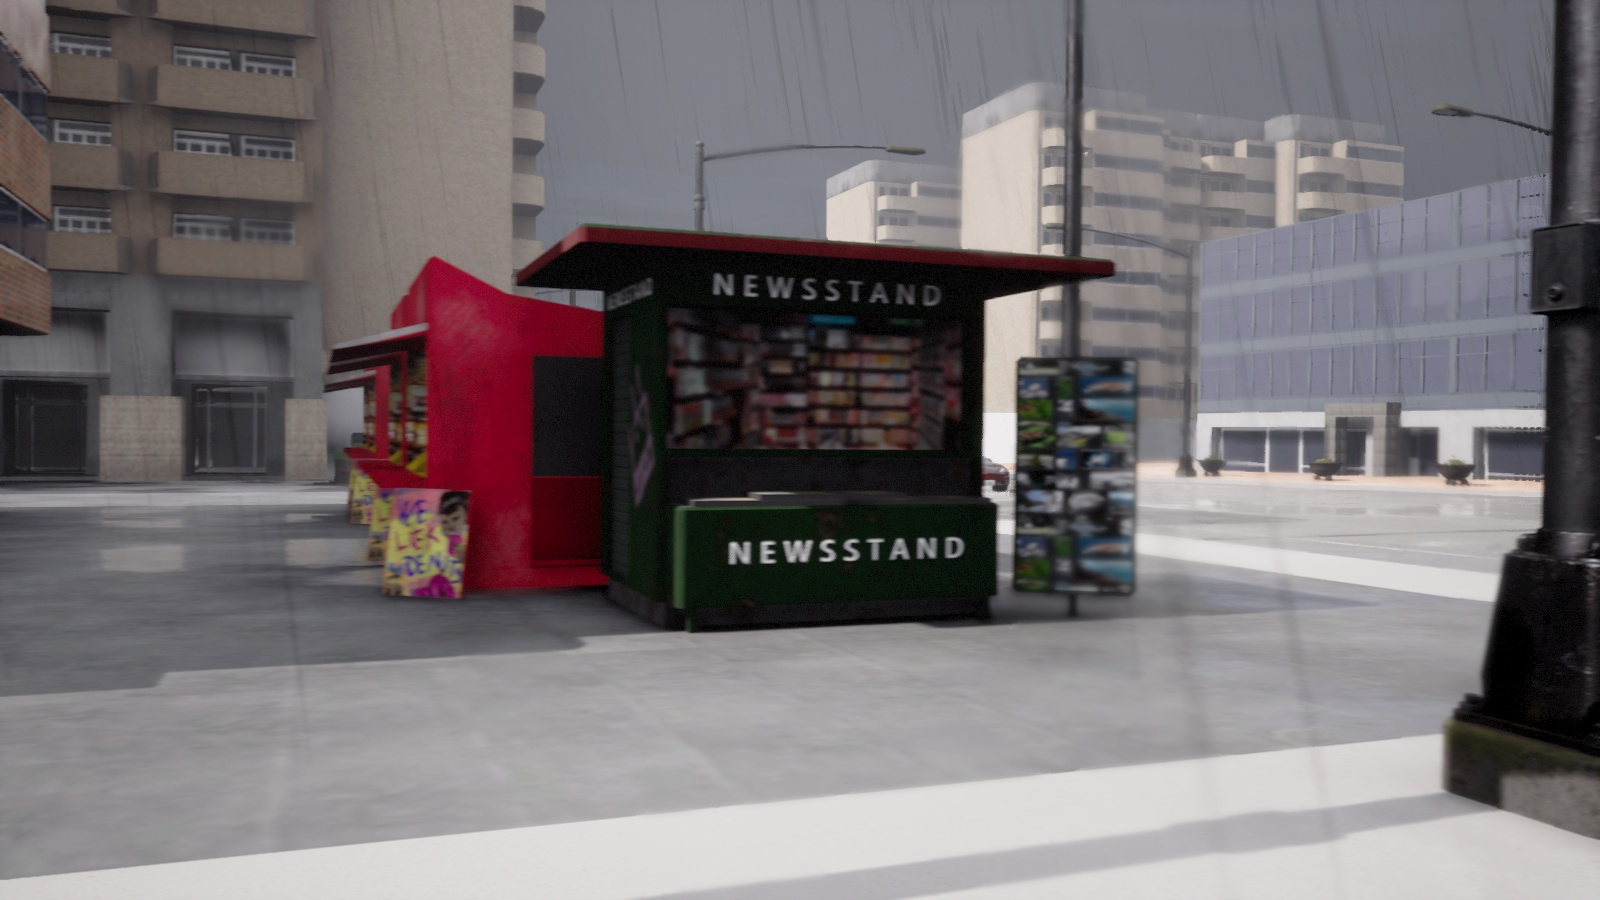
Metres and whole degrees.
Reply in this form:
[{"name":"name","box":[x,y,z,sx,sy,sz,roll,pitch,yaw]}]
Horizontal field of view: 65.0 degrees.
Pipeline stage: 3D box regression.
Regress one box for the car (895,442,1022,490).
[{"name":"car","box":[5.207,0.500,42.059,2.163,1.488,4.792,-1,0,-21]}]
